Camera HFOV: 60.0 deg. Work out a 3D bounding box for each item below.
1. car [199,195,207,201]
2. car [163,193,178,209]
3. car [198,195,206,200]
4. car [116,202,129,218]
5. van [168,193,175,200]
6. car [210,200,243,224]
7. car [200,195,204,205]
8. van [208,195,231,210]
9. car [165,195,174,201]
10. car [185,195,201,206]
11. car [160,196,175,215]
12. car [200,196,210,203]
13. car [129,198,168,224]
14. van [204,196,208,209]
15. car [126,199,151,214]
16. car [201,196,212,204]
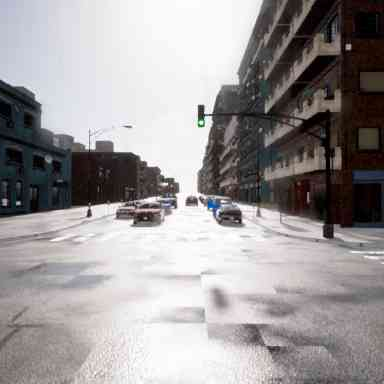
[{"bbox_3d":[2.674,1.490,80.438,1.887,1.381,4.507,1,0,0],"label":"car"},{"bbox_3d":[-3.101,1.208,45.281,2.150,2.045,5.566,0,0,0],"label":"car"},{"bbox_3d":[2.670,1.479,91.599,2.008,1.369,4.403,1,0,0],"label":"car"},{"bbox_3d":[-5.691,1.576,30.171,1.802,1.307,4.206,1,0,0],"label":"car"},{"bbox_3d":[-5.707,1.269,91.554,1.690,1.788,3.998,1,0,0],"label":"van"},{"bbox_3d":[2.692,1.548,24.630,2.008,1.369,4.403,1,0,0],"label":"car"},{"bbox_3d":[2.683,1.506,52.703,1.752,1.417,4.829,1,0,0],"label":"car"},{"bbox_3d":[2.693,1.335,30.210,1.690,1.788,3.998,1,0,0],"label":"van"},{"bbox_3d":[-5.709,1.503,85.974,1.947,1.339,4.313,1,0,0],"label":"car"},{"bbox_3d":[-0.020,1.331,54.500,2.097,1.767,4.553,0,0,0],"label":"car"},{"bbox_3d":[-3.099,1.470,34.595,1.882,1.535,5.008,0,0,0],"label":"car"},{"bbox_3d":[2.677,1.528,69.276,1.947,1.339,4.313,1,0,0],"label":"car"},{"bbox_3d":[-3.098,1.474,24.682,1.882,1.535,5.008,0,0,0],"label":"car"},{"bbox_3d":[2.690,1.330,41.372,1.690,1.788,3.998,1,0,0],"label":"van"},{"bbox_3d":[-5.692,1.537,35.752,1.887,1.381,4.507,1,0,0],"label":"car"},{"bbox_3d":[2.679,1.535,63.695,1.947,1.339,4.313,1,0,0],"label":"car"}]
